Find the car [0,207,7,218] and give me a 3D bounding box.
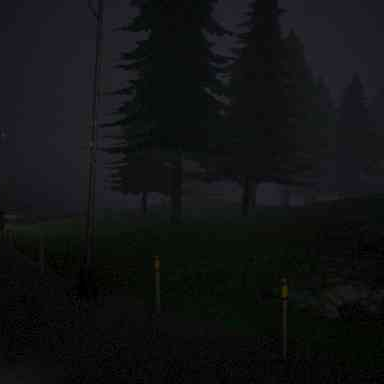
[{"bbox_3d":[-21.876,2.125,36.352,2.128,1.511,4.902,3,-2,-9],"label":"car"}]
